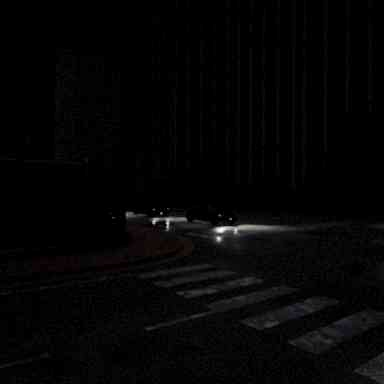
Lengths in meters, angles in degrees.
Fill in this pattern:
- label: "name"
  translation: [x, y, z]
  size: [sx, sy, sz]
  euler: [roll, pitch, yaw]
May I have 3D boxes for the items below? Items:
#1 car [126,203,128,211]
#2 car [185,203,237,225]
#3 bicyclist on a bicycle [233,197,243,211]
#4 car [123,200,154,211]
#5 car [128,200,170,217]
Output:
- label: "car"
  translation: [-9.343, 1.637, 39.255]
  size: [1.895, 1.301, 4.718]
  euler: [0, 0, -36]
- label: "car"
  translation: [1.268, 1.562, 24.435]
  size: [1.812, 1.442, 4.674]
  euler: [0, 0, -36]
- label: "bicyclist on a bicycle"
  translation: [5.392, 1.409, 39.257]
  size: [1.656, 1.620, 0.582]
  euler: [0, 0, -36]
- label: "car"
  translation: [-6.825, 1.659, 42.091]
  size: [1.895, 1.301, 4.718]
  euler: [0, 0, -36]
- label: "car"
  translation: [-4.031, 1.637, 31.832]
  size: [1.895, 1.301, 4.718]
  euler: [0, 0, -36]
